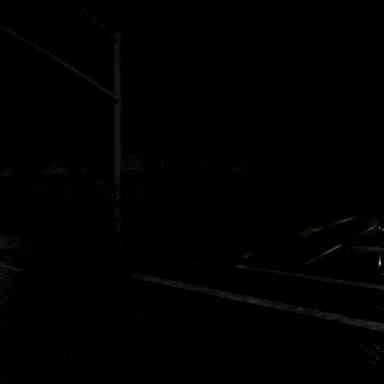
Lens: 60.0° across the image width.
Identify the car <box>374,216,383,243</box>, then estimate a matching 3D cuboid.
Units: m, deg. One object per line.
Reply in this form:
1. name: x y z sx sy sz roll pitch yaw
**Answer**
1. car: 9.680 1.466 15.217 1.837 1.490 4.892 0 0 35
